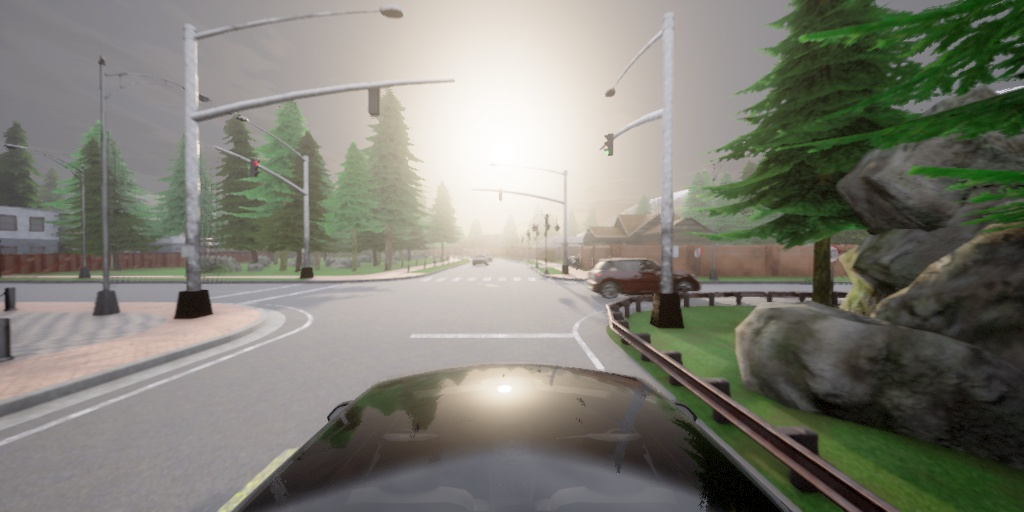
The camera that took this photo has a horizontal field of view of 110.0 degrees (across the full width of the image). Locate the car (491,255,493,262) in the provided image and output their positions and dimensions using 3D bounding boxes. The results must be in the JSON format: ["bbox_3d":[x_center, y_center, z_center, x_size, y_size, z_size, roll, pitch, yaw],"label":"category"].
[{"bbox_3d":[-4.412,0.263,62.975,1.837,1.490,4.892,0,1,-2],"label":"car"}]

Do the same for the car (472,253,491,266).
[{"bbox_3d":[-4.124,0.519,46.730,1.837,1.490,4.892,0,1,0],"label":"car"}]

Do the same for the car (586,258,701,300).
[{"bbox_3d":[5.562,0.875,15.401,4.553,1.767,2.097,0,1,1],"label":"car"}]
